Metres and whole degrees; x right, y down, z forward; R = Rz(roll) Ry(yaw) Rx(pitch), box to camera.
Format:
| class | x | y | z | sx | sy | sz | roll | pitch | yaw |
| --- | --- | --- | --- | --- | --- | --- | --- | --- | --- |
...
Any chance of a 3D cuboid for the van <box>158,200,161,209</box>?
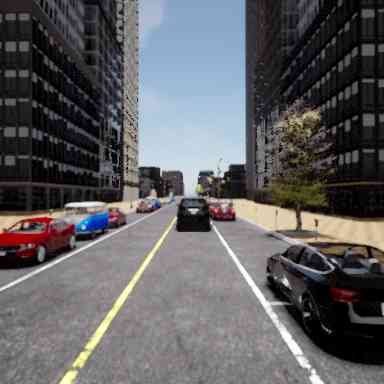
| class | x | y | z | sx | sy | sz | roll | pitch | yaw |
| --- | --- | --- | --- | --- | --- | --- | --- | --- | --- |
| van | -5.687 | 1.637 | 46.362 | 1.690 | 1.788 | 3.998 | 0 | 0 | 0 |

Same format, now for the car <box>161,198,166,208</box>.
| class | x | y | z | sx | sy | sz | roll | pitch | yaw |
| --- | --- | --- | --- | --- | --- | --- | --- | --- | --- |
| car | -5.688 | 1.896 | 52.052 | 1.947 | 1.339 | 4.313 | 0 | 0 | 0 |

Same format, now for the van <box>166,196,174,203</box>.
| class | x | y | z | sx | sy | sz | roll | pitch | yaw |
| --- | --- | --- | --- | --- | --- | --- | --- | --- | --- |
| van | -5.688 | 1.875 | 86.206 | 1.690 | 1.788 | 3.998 | 0 | 0 | 0 |

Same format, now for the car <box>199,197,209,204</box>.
| class | x | y | z | sx | sy | sz | roll | pitch | yaw |
| --- | --- | --- | --- | --- | --- | --- | --- | --- | --- |
| car | 2.693 | 1.907 | 74.805 | 1.967 | 1.590 | 4.097 | 0 | 0 | 0 |

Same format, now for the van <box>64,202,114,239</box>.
| class | x | y | z | sx | sy | sz | roll | pitch | yaw |
| --- | --- | --- | --- | --- | --- | --- | --- | --- | --- |
| van | -5.686 | 1.459 | 17.901 | 1.690 | 1.788 | 3.998 | 0 | 0 | 0 |

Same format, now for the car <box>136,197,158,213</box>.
| class | x | y | z | sx | sy | sz | roll | pitch | yaw |
| --- | --- | --- | --- | --- | --- | --- | --- | --- | --- |
| car | -5.687 | 1.701 | 40.668 | 1.967 | 1.590 | 4.097 | 0 | 0 | 0 |

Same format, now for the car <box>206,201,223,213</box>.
| class | x | y | z | sx | sy | sz | roll | pitch | yaw |
| --- | --- | --- | --- | --- | --- | --- | --- | --- | --- |
| car | 2.693 | 1.842 | 40.653 | 1.802 | 1.307 | 4.206 | 0 | 0 | 0 |

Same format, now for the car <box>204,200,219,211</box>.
| class | x | y | z | sx | sy | sz | roll | pitch | yaw |
| --- | --- | --- | --- | --- | --- | --- | --- | --- | --- |
| car | 2.693 | 1.822 | 46.516 | 1.752 | 1.417 | 4.829 | 0 | 0 | 0 |

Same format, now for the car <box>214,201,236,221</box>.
| class | x | y | z | sx | sy | sz | roll | pitch | yaw |
| --- | --- | --- | --- | --- | --- | --- | --- | --- | --- |
| car | 2.694 | 1.630 | 29.270 | 1.967 | 1.590 | 4.097 | 0 | 0 | 0 |

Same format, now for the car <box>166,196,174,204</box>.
| class | x | y | z | sx | sy | sz | roll | pitch | yaw |
| --- | --- | --- | --- | --- | --- | --- | --- | --- | --- |
| car | -5.688 | 1.991 | 74.650 | 1.752 | 1.417 | 4.829 | 0 | 0 | 0 |

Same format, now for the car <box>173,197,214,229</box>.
| class | x | y | z | sx | sy | sz | roll | pitch | yaw |
| --- | --- | --- | --- | --- | --- | --- | --- | --- | --- |
| car | 0.100 | 1.372 | 22.902 | 2.150 | 2.045 | 5.566 | 0 | 0 | 0 |

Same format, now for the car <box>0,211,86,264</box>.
| class | x | y | z | sx | sy | sz | roll | pitch | yaw |
| --- | --- | --- | --- | --- | --- | --- | --- | --- | --- |
| car | -5.687 | 1.626 | 12.207 | 1.887 | 1.381 | 4.507 | 0 | 0 | 0 |

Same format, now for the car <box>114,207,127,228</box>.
| class | x | y | z | sx | sy | sz | roll | pitch | yaw |
| --- | --- | --- | --- | --- | --- | --- | --- | --- | --- |
| car | -5.687 | 1.736 | 23.592 | 1.802 | 1.307 | 4.206 | 0 | 0 | 0 |

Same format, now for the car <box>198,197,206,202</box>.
| class | x | y | z | sx | sy | sz | roll | pitch | yaw |
| --- | --- | --- | --- | --- | --- | --- | --- | --- | --- |
| car | 2.692 | 2.118 | 91.880 | 2.008 | 1.369 | 4.403 | 0 | 0 | 0 |

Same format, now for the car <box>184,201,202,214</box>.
| class | x | y | z | sx | sy | sz | roll | pitch | yaw |
| --- | --- | --- | --- | --- | --- | --- | --- | --- | --- |
| car | 0.100 | 1.809 | 40.870 | 2.033 | 1.411 | 5.357 | 0 | 0 | 0 |

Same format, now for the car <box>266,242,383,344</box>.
| class | x | y | z | sx | sy | sz | roll | pitch | yaw |
| --- | --- | --- | --- | --- | --- | --- | --- | --- | --- |
| car | 2.694 | 1.610 | 6.503 | 1.947 | 1.339 | 4.313 | 0 | 0 | 0 |
